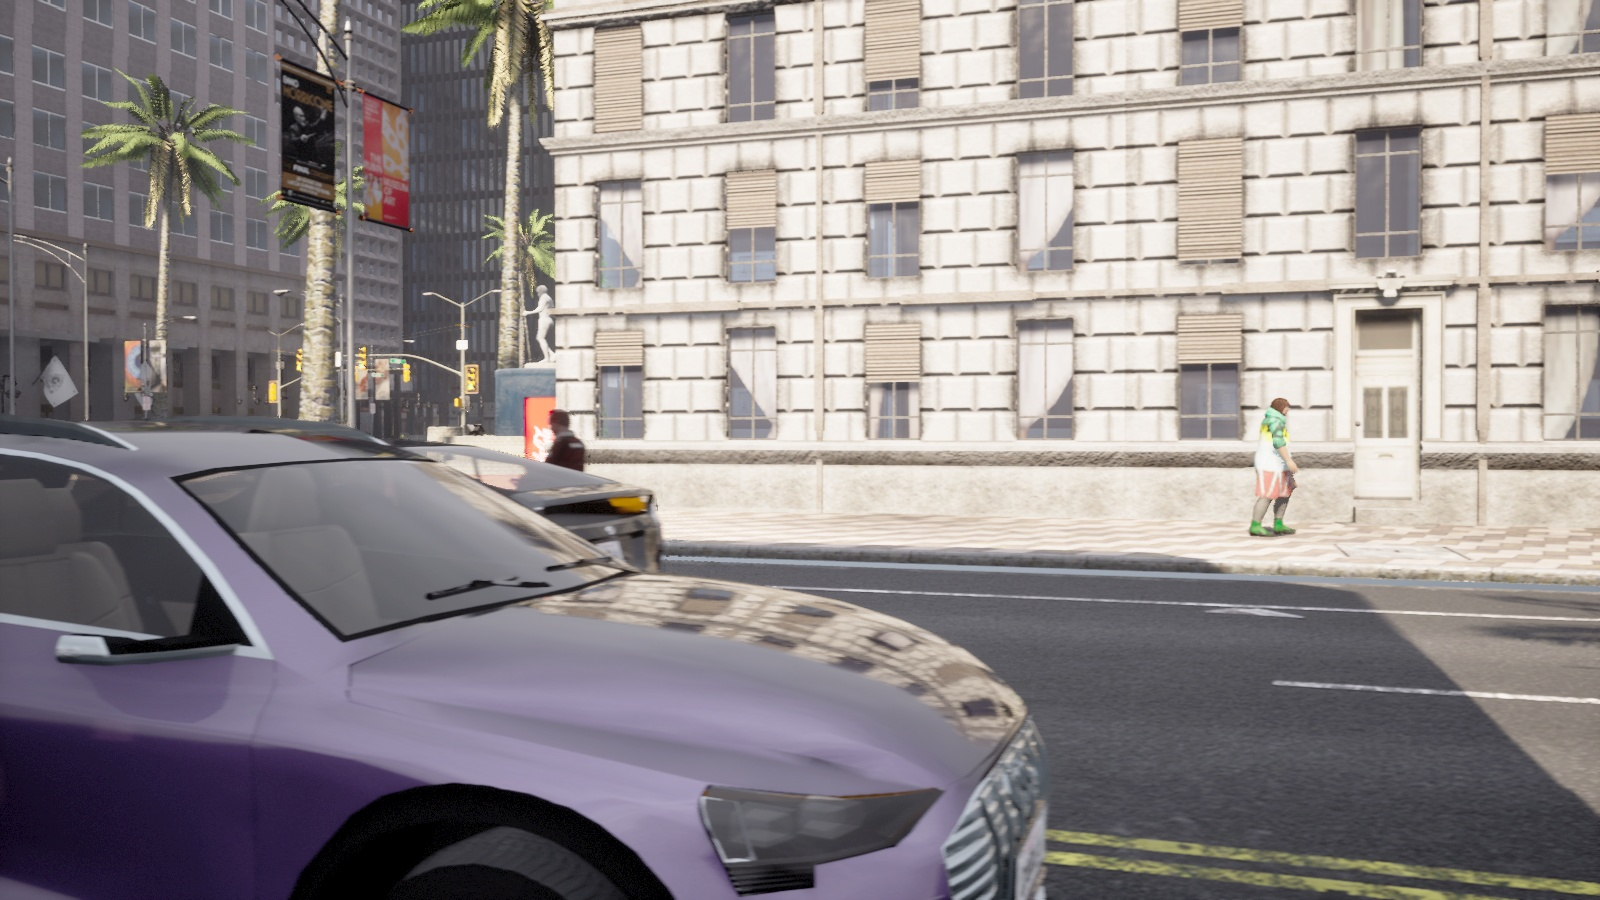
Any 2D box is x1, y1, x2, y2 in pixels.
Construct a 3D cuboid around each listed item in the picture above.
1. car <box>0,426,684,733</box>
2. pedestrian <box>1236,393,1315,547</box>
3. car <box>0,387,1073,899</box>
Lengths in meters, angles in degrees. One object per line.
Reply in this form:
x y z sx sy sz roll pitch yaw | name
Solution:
-3.220 0.622 7.985 4.514 1.525 2.007 1 1 19 | car
6.181 0.245 16.369 0.873 1.952 0.659 1 1 14 | pedestrian
-1.770 0.683 3.797 4.856 1.649 2.033 1 1 19 | car
